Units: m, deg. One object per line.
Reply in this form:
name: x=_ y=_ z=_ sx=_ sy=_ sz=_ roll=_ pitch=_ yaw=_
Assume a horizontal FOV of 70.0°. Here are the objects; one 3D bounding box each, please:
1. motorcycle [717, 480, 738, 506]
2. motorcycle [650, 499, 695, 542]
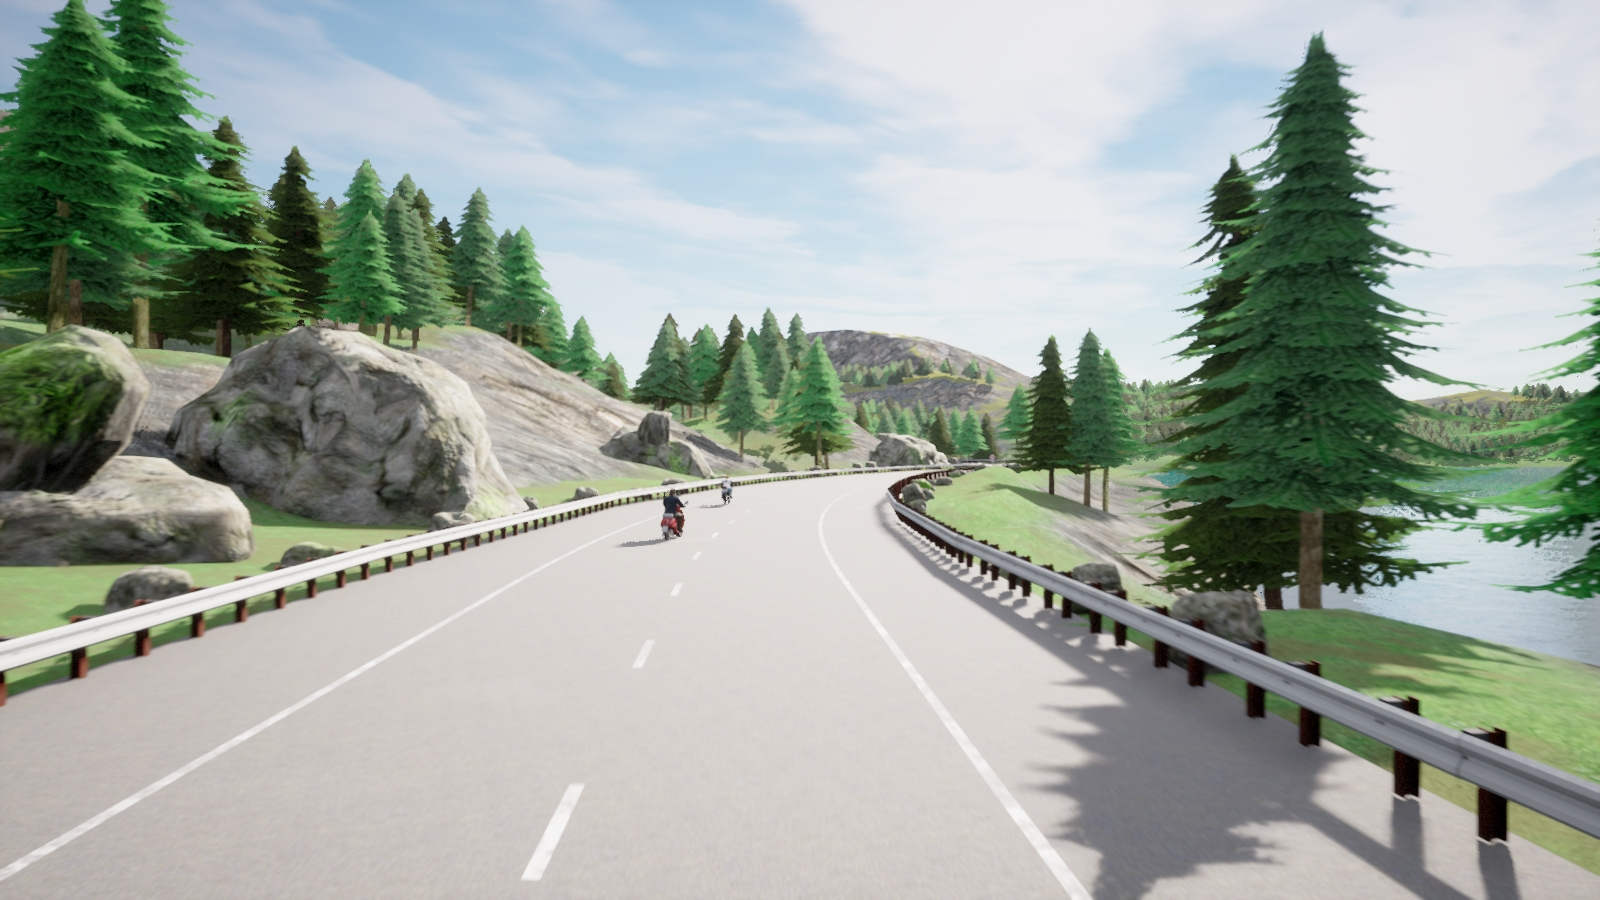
motorcycle: x=-3.681 y=2.179 z=57.919 sx=0.803 sy=1.217 sz=2.033 roll=0 pitch=0 yaw=4
motorcycle: x=-3.974 y=2.184 z=35.677 sx=0.856 sy=1.236 sz=1.805 roll=1 pitch=0 yaw=12
